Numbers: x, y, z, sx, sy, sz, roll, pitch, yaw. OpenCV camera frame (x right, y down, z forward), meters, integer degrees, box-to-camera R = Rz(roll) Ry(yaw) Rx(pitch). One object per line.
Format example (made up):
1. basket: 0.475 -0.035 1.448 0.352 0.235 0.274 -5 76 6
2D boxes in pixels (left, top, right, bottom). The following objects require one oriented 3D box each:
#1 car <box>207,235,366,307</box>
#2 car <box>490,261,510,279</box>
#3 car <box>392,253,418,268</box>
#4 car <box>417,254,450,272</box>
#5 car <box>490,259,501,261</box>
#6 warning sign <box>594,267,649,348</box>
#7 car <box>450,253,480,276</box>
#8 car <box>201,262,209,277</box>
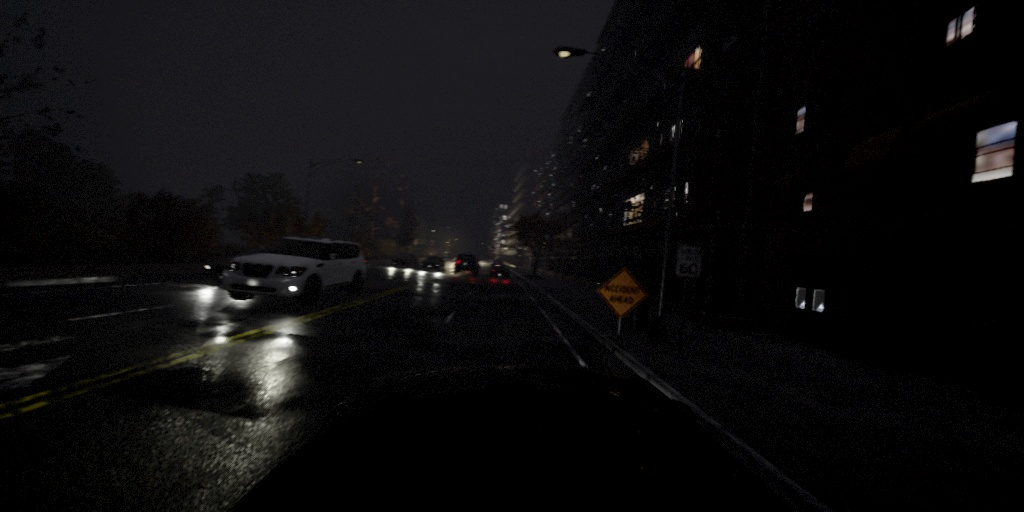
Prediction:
1. car: -6.813 0.359 12.111 2.150 2.045 5.566 6 0 -2
2. car: -1.249 1.505 36.341 1.895 1.301 4.718 6 0 -3
3. car: -11.088 0.395 37.585 1.882 1.535 5.008 6 -1 -3
4. car: -7.784 0.744 35.892 1.837 1.490 4.892 6 -1 -2
5. car: -1.982 1.430 48.631 2.128 1.511 4.902 6 0 -3
6. warning sign: 2.618 1.186 8.908 1.300 1.860 1.060 0 0 -2
7. car: -4.401 0.797 35.344 2.150 2.045 5.566 6 0 -3
8. car: -10.181 0.372 15.254 2.033 1.411 5.357 6 0 -2
